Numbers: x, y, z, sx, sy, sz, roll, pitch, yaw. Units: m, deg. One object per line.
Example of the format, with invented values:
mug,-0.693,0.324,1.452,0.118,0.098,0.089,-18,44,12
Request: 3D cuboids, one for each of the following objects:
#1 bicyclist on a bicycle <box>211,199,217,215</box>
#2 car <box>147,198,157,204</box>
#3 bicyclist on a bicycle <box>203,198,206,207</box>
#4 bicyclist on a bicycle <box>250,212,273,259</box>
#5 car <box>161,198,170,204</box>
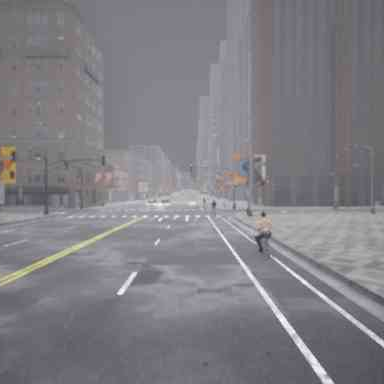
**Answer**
bicyclist on a bicycle,2.276,1.608,34.523,0.659,1.776,1.843,0,0,0
car,-9.765,2.123,81.696,1.812,1.442,4.674,0,0,0
bicyclist on a bicycle,2.263,1.891,60.342,0.582,1.620,1.656,0,-1,0
bicyclist on a bicycle,2.534,1.508,11.894,0.866,1.612,1.509,-1,0,-1
car,-6.515,2.194,81.666,1.895,1.301,4.718,0,0,0
